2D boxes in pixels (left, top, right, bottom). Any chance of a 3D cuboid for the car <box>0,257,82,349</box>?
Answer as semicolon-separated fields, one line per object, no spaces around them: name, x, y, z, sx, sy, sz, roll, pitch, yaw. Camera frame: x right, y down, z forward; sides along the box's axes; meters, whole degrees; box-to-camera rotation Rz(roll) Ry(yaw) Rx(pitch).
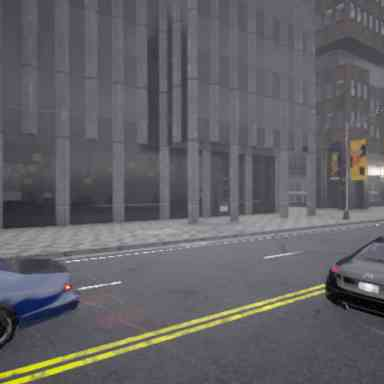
car;-4.390;1.548;4.543;5.357;1.411;2.033;0;0;-36

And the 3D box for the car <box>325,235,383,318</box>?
car;4.578;1.560;6.708;4.181;1.385;1.994;0;0;-36
